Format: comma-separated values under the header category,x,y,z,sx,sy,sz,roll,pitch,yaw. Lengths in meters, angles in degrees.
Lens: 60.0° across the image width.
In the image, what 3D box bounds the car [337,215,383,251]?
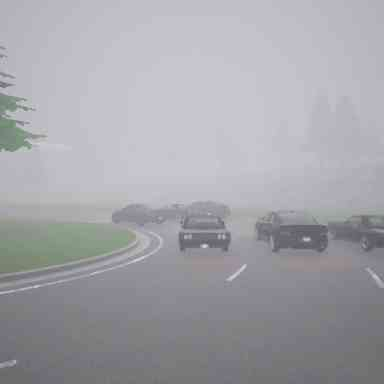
category,x,y,z,sx,sy,sz,roll,pitch,yaw
car,7.439,1.615,13.966,1.895,1.301,4.718,0,0,0

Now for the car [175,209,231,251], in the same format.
category,x,y,z,sx,sy,sz,roll,pitch,yaw
car,0.439,1.615,13.938,1.895,1.301,4.718,0,0,0

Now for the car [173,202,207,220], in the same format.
category,x,y,z,sx,sy,sz,roll,pitch,yaw
car,-1.411,1.614,26.024,4.718,1.301,1.895,0,0,43

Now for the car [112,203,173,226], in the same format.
category,x,y,z,sx,sy,sz,roll,pitch,yaw
car,-3.776,1.531,23.445,4.674,1.442,1.812,0,0,43

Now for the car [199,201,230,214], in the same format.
category,x,y,z,sx,sy,sz,roll,pitch,yaw
car,0.999,1.515,28.563,4.892,1.490,1.837,0,0,43

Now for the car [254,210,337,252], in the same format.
category,x,y,z,sx,sy,sz,roll,pitch,yaw
car,3.939,1.483,13.922,1.882,1.535,5.008,0,0,0
